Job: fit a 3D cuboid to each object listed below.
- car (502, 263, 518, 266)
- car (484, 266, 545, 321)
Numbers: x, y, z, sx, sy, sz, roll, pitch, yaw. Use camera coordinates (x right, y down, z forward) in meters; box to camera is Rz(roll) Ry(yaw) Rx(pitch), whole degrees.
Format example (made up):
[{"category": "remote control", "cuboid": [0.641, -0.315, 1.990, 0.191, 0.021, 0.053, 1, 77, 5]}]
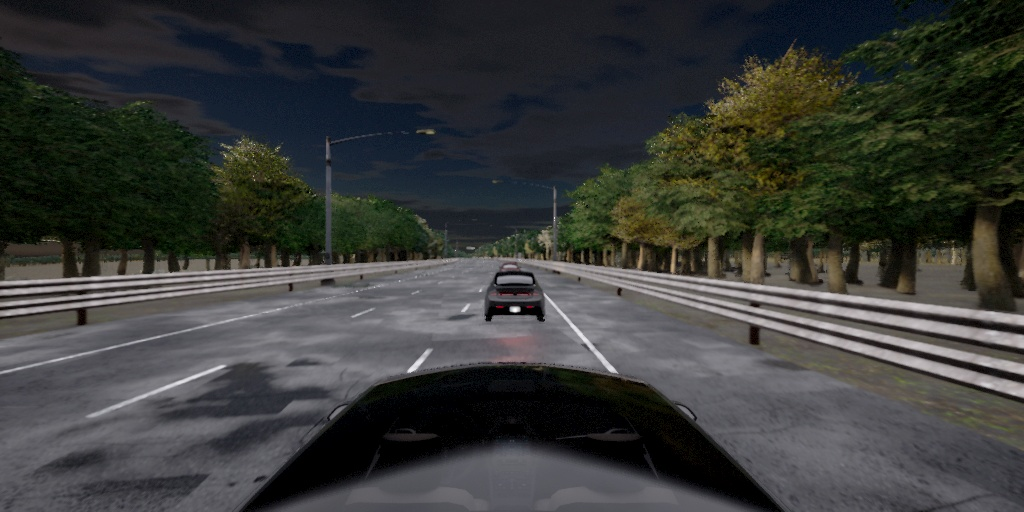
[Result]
[{"category": "car", "cuboid": [-0.181, 1.303, 30.433, 1.812, 1.442, 4.674, 0, 0, -1]}, {"category": "car", "cuboid": [0.074, 1.264, 12.545, 1.837, 1.490, 4.892, 0, 0, 0]}]
